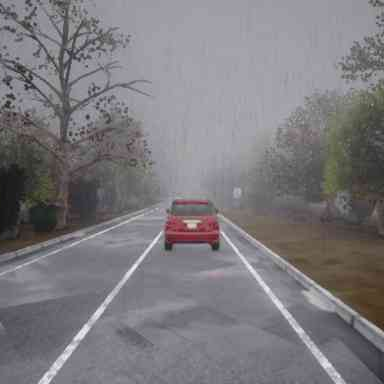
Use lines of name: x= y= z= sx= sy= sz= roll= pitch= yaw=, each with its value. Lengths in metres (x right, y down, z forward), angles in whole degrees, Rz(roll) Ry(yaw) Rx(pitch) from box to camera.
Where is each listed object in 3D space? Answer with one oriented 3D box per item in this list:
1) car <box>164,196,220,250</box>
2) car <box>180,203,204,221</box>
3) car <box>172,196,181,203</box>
car: x=0.000 y=1.329 z=14.686 sx=2.150 sy=2.045 sz=5.566 roll=0 pitch=0 yaw=0
car: x=0.000 y=1.736 z=29.653 sx=1.994 sy=1.385 sz=4.181 roll=0 pitch=0 yaw=0
car: x=-3.500 y=1.708 z=75.937 sx=1.812 sy=1.442 sz=4.674 roll=0 pitch=0 yaw=0
